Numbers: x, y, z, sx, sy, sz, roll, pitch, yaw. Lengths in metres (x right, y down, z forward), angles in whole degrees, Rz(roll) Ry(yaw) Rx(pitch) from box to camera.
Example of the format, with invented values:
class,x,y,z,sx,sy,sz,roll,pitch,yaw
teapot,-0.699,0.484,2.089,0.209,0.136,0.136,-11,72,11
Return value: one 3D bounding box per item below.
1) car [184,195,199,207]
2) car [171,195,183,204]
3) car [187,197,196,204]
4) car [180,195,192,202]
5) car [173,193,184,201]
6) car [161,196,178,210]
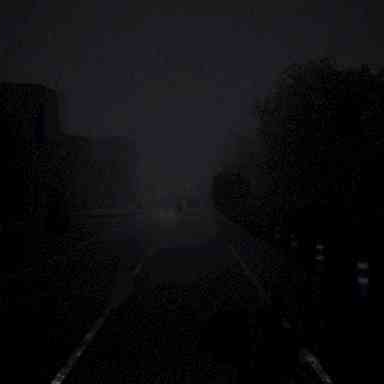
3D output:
class,x,y,z,sx,sy,sz,roll,pitch,yaw
car,0.121,1.717,58.057,2.097,1.767,4.553,0,0,0
car,-3.234,1.881,64.212,1.882,1.535,5.008,0,0,0
car,-0.169,1.942,75.521,1.994,1.385,4.181,0,1,-3
car,-1.546,1.643,86.452,1.882,1.535,5.008,-2,1,-16
car,-3.696,1.295,78.838,2.150,2.045,5.566,0,1,-3
car,-3.307,1.789,47.291,1.812,1.442,4.674,0,1,0
